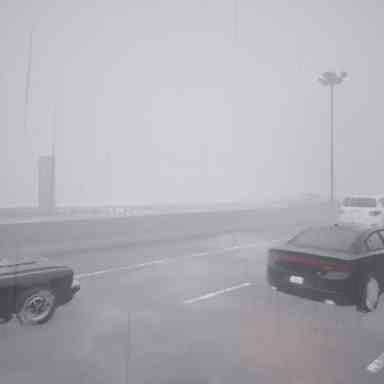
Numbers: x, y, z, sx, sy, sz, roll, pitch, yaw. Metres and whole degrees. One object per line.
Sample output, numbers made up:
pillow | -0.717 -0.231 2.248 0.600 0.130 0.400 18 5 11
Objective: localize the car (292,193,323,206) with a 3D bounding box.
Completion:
car | 17.542 1.152 49.041 5.566 2.045 2.150 0 0 -42

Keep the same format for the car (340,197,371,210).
car | 21.094 1.405 42.823 5.008 1.535 1.882 0 0 -42

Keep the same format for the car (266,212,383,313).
car | 3.758 1.465 7.802 5.008 1.535 1.882 0 0 -42

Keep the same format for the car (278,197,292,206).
car | 15.259 1.495 51.697 4.181 1.385 1.994 0 0 -42

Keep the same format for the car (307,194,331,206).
car | 17.970 1.409 44.720 5.008 1.535 1.882 0 0 -42

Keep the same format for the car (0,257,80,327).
car | -4.315 1.604 5.192 4.718 1.301 1.895 0 0 -42

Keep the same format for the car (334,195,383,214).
car | 10.152 1.189 18.385 5.566 2.045 2.150 0 0 -42
